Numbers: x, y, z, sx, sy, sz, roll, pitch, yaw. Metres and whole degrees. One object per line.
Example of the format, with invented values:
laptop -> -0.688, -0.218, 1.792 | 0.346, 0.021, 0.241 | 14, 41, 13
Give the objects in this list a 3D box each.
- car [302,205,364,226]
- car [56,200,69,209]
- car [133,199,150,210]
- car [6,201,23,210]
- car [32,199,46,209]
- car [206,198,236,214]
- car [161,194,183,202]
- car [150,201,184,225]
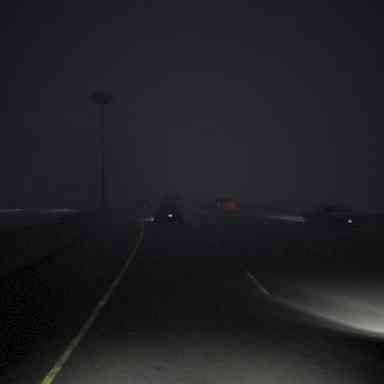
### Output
car -> 9.368, 1.525, 22.636 | 1.895, 1.301, 4.718 | -1, 0, -9
car -> -21.054, 2.005, 54.034 | 1.895, 1.301, 4.718 | -1, 0, -21
car -> -7.151, 1.708, 47.363 | 1.837, 1.490, 4.892 | 1, 0, -19
car -> -28.087, 2.062, 52.698 | 1.994, 1.385, 4.181 | -1, 0, -22
car -> -25.418, 1.963, 55.391 | 1.837, 1.490, 4.892 | 0, 0, -22
car -> 3.045, 1.391, 36.077 | 2.097, 1.767, 4.553 | -1, 0, -13
car -> -2.797, 1.362, 45.784 | 2.150, 2.045, 5.566 | 0, 0, -18
car -> -1.886, 1.646, 25.282 | 1.994, 1.385, 4.181 | -1, 0, -10
